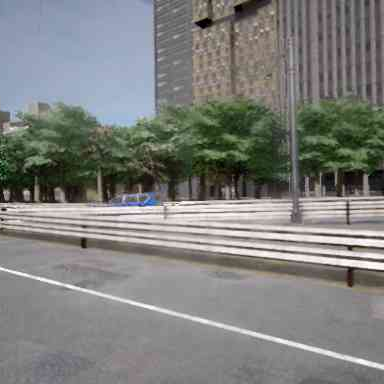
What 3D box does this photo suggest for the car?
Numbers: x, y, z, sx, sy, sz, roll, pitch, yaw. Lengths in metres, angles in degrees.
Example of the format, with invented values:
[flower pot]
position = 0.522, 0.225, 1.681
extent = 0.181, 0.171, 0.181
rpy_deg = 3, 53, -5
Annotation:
[car]
position = -4.879, 1.177, 24.783
extent = 5.566, 2.045, 2.150
rpy_deg = -2, 0, 8
